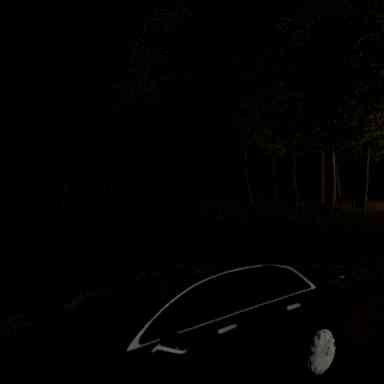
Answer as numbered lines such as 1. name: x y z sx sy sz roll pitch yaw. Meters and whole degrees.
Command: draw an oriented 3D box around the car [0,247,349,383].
1. car: -0.114 1.501 3.884 4.892 1.490 1.837 0 0 -35
